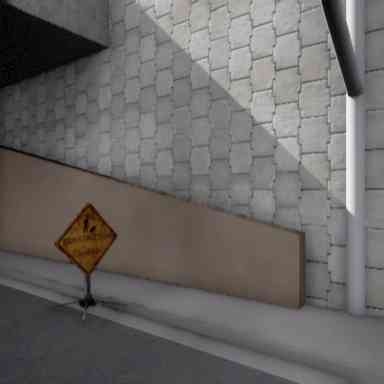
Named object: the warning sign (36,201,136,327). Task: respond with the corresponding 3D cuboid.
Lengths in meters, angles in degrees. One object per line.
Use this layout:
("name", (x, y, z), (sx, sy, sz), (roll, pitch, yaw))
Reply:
("warning sign", (-1.841, 1.112, 5.858), (1.060, 1.860, 1.300), (0, 0, 35))
